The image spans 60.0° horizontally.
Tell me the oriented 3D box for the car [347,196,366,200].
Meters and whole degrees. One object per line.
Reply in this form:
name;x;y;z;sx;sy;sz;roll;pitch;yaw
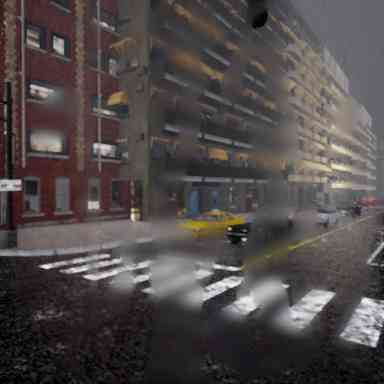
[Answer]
car;23.851;1.648;49.434;2.192;1.841;5.009;-1;-1;35

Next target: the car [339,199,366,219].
car;15.134;1.712;32.377;2.128;1.511;4.902;0;0;35

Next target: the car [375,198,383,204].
car;46.555;2.139;81.942;1.947;1.339;4.313;-1;-1;35

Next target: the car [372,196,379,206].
car;33.579;1.755;63.366;2.192;1.841;5.009;-1;-1;35

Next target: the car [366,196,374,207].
car;30.339;1.950;58.720;1.887;1.381;4.507;-1;-1;35

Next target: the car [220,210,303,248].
car;3.433;1.684;15.643;1.895;1.301;4.718;0;0;35

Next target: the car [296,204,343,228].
car;9.170;1.753;23.858;1.895;1.301;4.718;0;0;35

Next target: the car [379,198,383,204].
car;40.067;2.053;72.652;1.887;1.381;4.507;-1;-1;35

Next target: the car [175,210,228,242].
car;1.054;1.594;16.783;1.752;1.417;4.829;-1;-1;35
